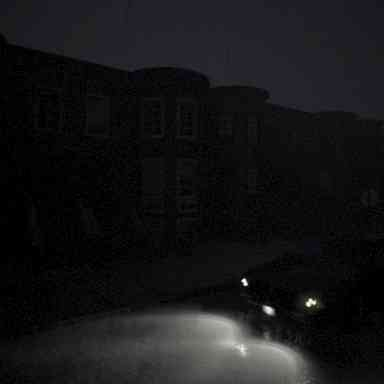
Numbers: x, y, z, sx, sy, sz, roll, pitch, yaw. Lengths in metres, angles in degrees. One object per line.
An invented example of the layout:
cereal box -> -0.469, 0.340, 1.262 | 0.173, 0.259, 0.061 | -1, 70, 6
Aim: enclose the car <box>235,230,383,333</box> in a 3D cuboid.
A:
car -> 3.439, 1.559, 6.978 | 5.357, 1.411, 2.033 | 0, 0, -35
